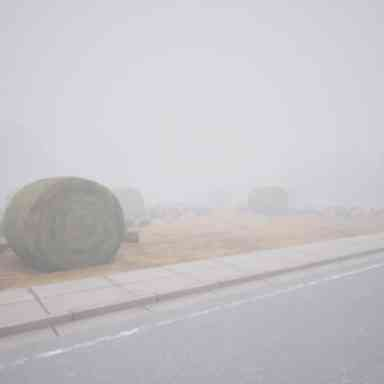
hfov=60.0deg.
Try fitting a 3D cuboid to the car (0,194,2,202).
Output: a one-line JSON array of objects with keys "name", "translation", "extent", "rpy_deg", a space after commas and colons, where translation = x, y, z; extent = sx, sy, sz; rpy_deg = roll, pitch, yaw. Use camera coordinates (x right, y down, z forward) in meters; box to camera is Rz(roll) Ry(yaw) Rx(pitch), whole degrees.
[{"name": "car", "translation": [-34.138, 1.136, 56.524], "extent": [1.905, 1.878, 3.866], "rpy_deg": [6, 3, 8]}]
